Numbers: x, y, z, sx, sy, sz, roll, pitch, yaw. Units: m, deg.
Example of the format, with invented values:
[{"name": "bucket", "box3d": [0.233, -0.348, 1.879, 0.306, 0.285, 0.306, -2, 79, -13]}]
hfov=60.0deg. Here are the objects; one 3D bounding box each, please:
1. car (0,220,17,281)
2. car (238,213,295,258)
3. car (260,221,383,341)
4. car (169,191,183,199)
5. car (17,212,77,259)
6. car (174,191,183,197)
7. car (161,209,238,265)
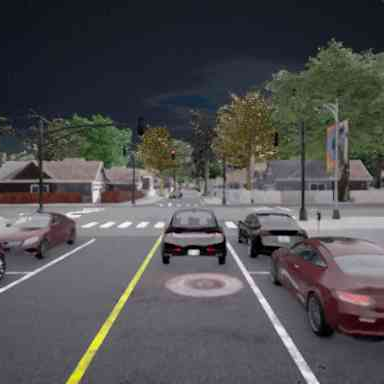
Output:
[{"name": "car", "box3d": [-5.377, 1.339, 6.173, 1.967, 1.590, 4.097, 0, 1, 0]}, {"name": "car", "box3d": [2.657, 1.360, 11.683, 1.947, 1.339, 4.313, 0, 1, 0]}, {"name": "car", "box3d": [2.648, 1.470, 6.165, 1.802, 1.307, 4.206, 0, 1, 0]}, {"name": "car", "box3d": [-3.000, 0.592, 58.704, 1.994, 1.385, 4.181, 0, 1, 0]}, {"name": "car", "box3d": [-5.368, 1.386, 11.694, 1.802, 1.307, 4.206, 0, 1, 0]}, {"name": "car", "box3d": [-2.969, 0.386, 73.739, 1.895, 1.301, 4.718, 0, 1, 0]}, {"name": "car", "box3d": [0.071, 1.301, 10.959, 2.128, 1.511, 4.902, 0, 1, 1]}]
